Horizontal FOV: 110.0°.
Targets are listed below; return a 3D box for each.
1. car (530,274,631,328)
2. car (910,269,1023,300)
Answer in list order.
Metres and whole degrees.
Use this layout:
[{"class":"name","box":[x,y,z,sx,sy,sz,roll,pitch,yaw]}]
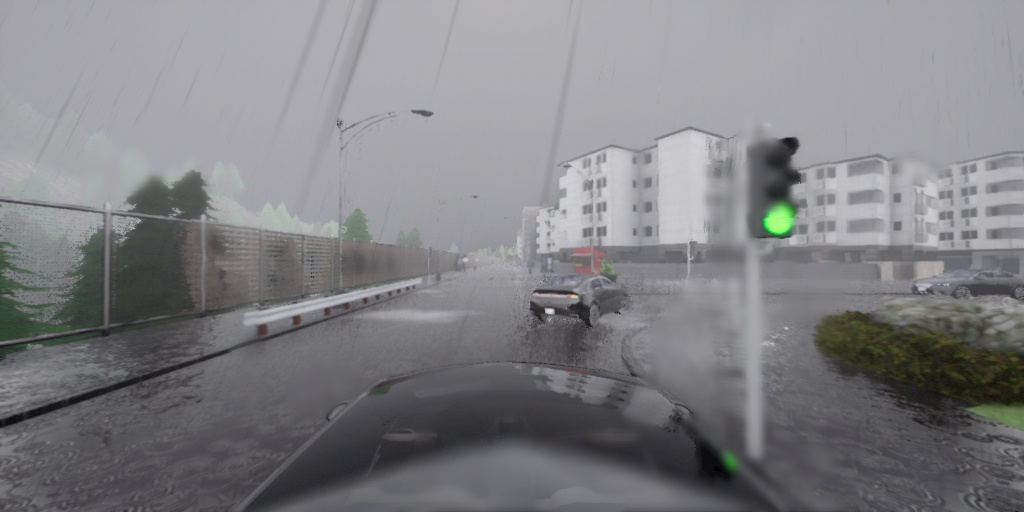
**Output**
[{"class":"car","box":[2.447,1.355,12.069,2.128,1.511,4.902,-1,-1,35]},{"class":"car","box":[23.518,1.422,18.418,4.902,1.511,2.128,0,-1,0]}]
